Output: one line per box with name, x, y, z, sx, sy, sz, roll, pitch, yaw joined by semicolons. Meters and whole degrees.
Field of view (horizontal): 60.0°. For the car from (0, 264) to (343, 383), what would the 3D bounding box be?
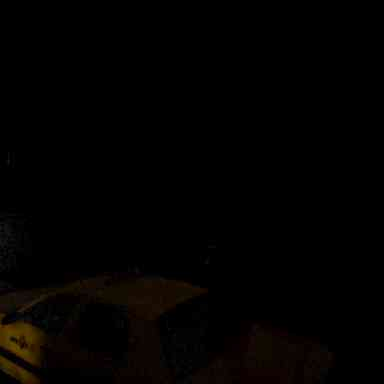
car;-0.934;1.505;3.745;4.829;1.417;1.752;1;0;36
